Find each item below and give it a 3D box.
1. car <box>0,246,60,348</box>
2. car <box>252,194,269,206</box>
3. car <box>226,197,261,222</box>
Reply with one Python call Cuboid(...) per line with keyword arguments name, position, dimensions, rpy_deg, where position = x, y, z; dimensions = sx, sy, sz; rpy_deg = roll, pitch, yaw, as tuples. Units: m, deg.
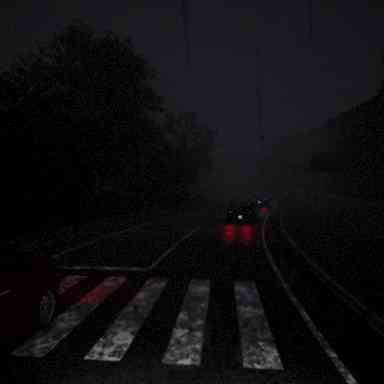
Cuboid(name="car", position=(-3.298, 1.475, 4.098), dimensions=(1.812, 1.442, 4.674), rpy_deg=(0, 1, 4))
Cuboid(name="car", position=(8.335, 0.924, 40.615), dimensions=(1.812, 1.442, 4.674), rpy_deg=(1, 2, 15))
Cuboid(name="car", position=(3.729, 1.325, 24.069), dimensions=(1.895, 1.301, 4.718), rpy_deg=(1, 1, 14))
